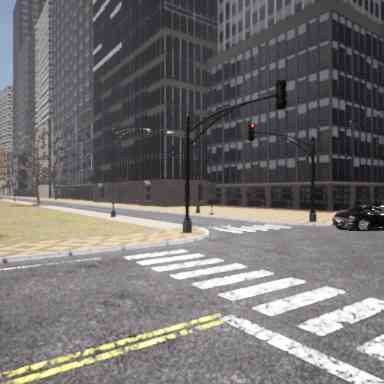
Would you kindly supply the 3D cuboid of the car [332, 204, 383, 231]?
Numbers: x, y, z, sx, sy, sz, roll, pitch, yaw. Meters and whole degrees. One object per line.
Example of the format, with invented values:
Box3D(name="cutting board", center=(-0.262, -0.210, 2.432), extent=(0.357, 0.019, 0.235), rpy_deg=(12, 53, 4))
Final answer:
Box3D(name="car", center=(10.922, 1.516, 20.358), extent=(4.892, 1.490, 1.837), rpy_deg=(1, 1, -20))
